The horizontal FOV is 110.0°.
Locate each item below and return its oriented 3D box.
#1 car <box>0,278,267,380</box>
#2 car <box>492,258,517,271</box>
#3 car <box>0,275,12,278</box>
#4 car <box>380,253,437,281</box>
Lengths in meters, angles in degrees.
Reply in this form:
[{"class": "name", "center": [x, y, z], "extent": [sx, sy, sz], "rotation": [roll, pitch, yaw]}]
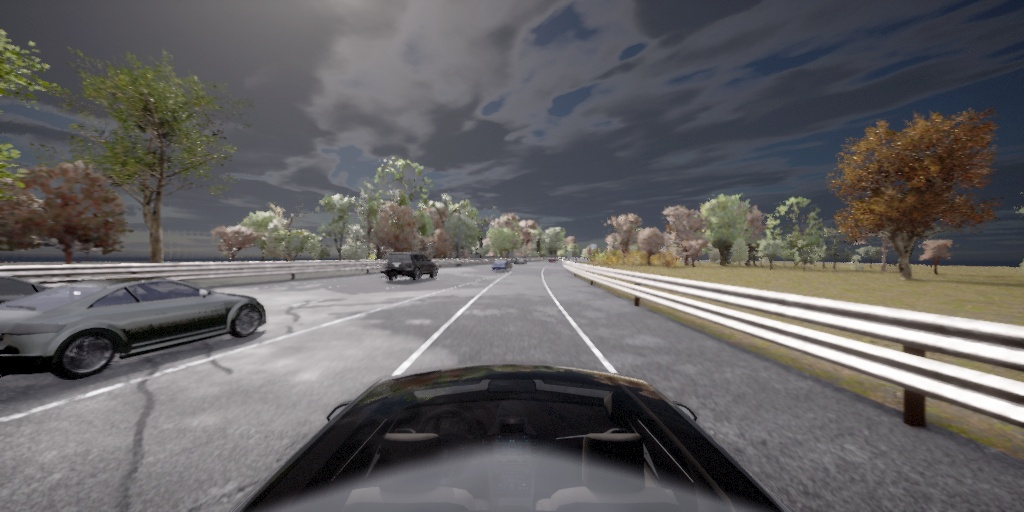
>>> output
[{"class": "car", "center": [-6.917, 1.095, 6.734], "extent": [1.994, 1.385, 4.181], "rotation": [0, 0, 7]}, {"class": "car", "center": [-1.190, 1.158, 45.018], "extent": [2.033, 1.411, 5.357], "rotation": [0, 0, 10]}, {"class": "car", "center": [-10.456, 1.025, 6.648], "extent": [1.837, 1.490, 4.892], "rotation": [0, 0, 7]}, {"class": "car", "center": [-7.603, 0.783, 27.495], "extent": [2.150, 2.045, 5.566], "rotation": [0, 0, 9]}]
